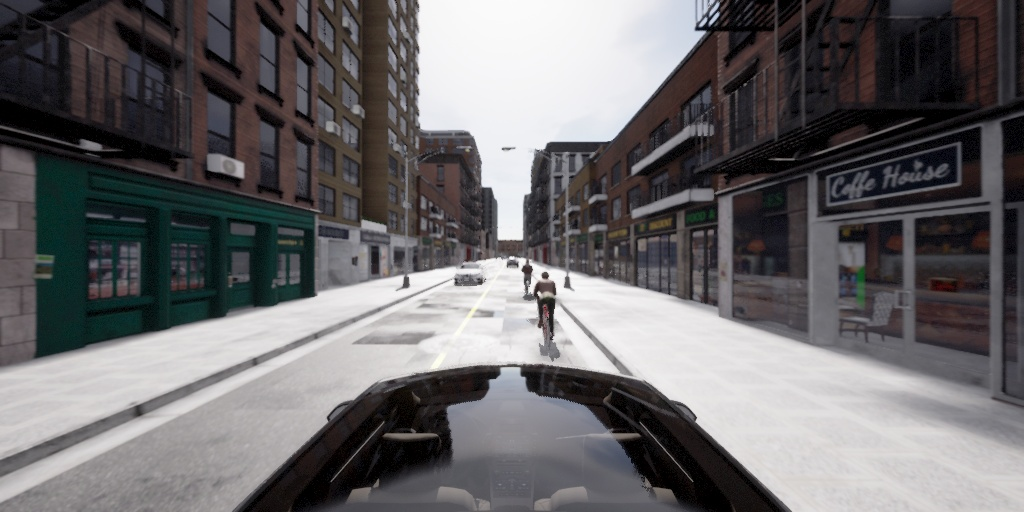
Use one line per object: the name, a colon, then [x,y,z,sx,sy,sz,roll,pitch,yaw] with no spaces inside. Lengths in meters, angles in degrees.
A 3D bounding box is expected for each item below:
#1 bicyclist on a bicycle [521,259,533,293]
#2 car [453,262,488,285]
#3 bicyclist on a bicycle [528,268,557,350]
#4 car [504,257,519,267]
bicyclist on a bicycle: [0.758,1.030,17.654,0.659,1.776,1.843,0,1,0]
car: [-2.847,1.142,24.985,1.812,1.442,4.674,0,0,0]
bicyclist on a bicycle: [0.758,1.167,8.029,0.582,1.620,1.656,0,0,0]
car: [0.104,1.030,55.657,1.895,1.301,4.718,0,0,0]
